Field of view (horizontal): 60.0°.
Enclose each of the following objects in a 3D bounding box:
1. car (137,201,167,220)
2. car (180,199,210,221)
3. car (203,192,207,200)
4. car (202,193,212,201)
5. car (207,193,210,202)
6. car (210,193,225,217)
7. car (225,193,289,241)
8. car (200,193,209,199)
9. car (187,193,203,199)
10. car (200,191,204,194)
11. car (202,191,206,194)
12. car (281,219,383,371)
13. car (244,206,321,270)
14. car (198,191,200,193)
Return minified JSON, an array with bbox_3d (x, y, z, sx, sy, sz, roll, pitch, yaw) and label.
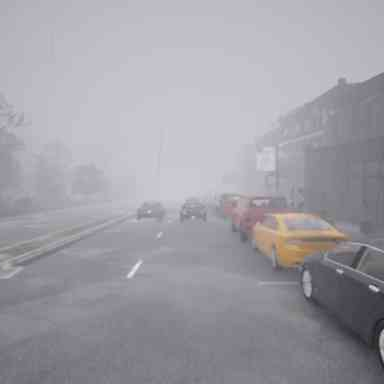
[{"bbox_3d":[-3.160,1.421,26.623,1.994,1.385,4.181,0,0,0],"label":"car"},{"bbox_3d":[0.090,1.465,25.297,1.895,1.301,4.718,0,0,0],"label":"car"},{"bbox_3d":[3.205,1.217,49.328,2.231,1.521,4.892,0,0,0],"label":"car"},{"bbox_3d":[3.196,1.094,71.622,1.946,1.575,5.366,0,0,0],"label":"car"},{"bbox_3d":[3.210,1.149,38.377,2.185,1.767,4.553,0,0,0],"label":"car"},{"bbox_3d":[3.213,1.179,32.853,2.185,1.767,4.553,0,0,0],"label":"car"},{"bbox_3d":[3.219,1.142,16.211,2.435,2.045,5.566,0,0,0],"label":"car"},{"bbox_3d":[3.176,1.011,88.006,2.231,1.521,4.892,0,0,0],"label":"car"},{"bbox_3d":[0.084,1.284,41.505,1.837,1.490,4.892,0,1,0],"label":"car"},{"bbox_3d":[3.200,1.002,65.878,2.185,1.767,4.553,0,0,0],"label":"car"},{"bbox_3d":[3.200,1.153,60.569,1.946,1.575,5.366,0,0,0],"label":"car"},{"bbox_3d":[3.224,1.452,5.253,2.231,1.521,4.892,0,0,0],"label":"car"},{"bbox_3d":[3.221,1.422,10.779,2.097,1.535,5.008,0,0,0],"label":"car"},{"bbox_3d":[3.181,1.040,82.480,2.231,1.521,4.892,0,0,0],"label":"car"}]
